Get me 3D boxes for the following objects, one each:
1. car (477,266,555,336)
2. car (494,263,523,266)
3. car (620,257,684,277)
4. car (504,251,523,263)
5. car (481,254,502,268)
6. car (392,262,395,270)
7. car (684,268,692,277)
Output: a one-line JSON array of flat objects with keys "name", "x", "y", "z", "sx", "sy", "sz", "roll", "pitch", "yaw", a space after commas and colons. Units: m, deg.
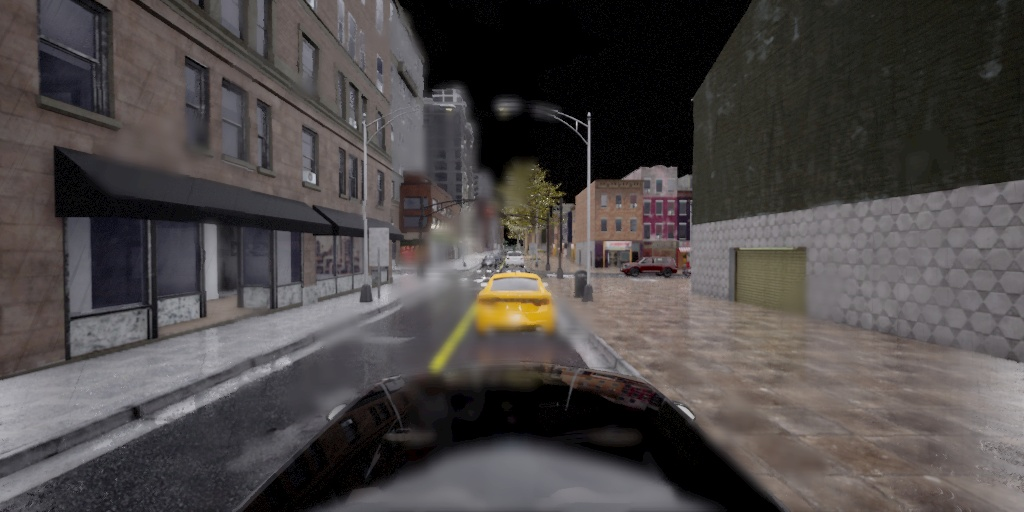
[{"name": "car", "x": 0.100, "y": 1.216, "z": 10.417, "sx": 1.882, "sy": 1.535, "sz": 5.008, "roll": 0, "pitch": 0, "yaw": 0}, {"name": "car", "x": 0.077, "y": 1.272, "z": 19.858, "sx": 1.895, "sy": 1.301, "sz": 4.718, "roll": 0, "pitch": 1, "yaw": 0}, {"name": "car", "x": 12.718, "y": 0.990, "z": 33.385, "sx": 5.009, "sy": 1.841, "sz": 2.192, "roll": 0, "pitch": 0, "yaw": 0}, {"name": "car", "x": 0.264, "y": 0.407, "z": 45.576, "sx": 2.150, "sy": 2.045, "sz": 5.566, "roll": 0, "pitch": 2, "yaw": -2}, {"name": "car", "x": -2.819, "y": 0.667, "z": 45.975, "sx": 2.128, "sy": 1.511, "sz": 4.902, "roll": 0, "pitch": 2, "yaw": 1}, {"name": "car", "x": -13.005, "y": 0.554, "z": 30.717, "sx": 5.566, "sy": 2.045, "sz": 2.150, "roll": 1, "pitch": 1, "yaw": -1}, {"name": "car", "x": 18.120, "y": 1.334, "z": 33.391, "sx": 4.207, "sy": 1.307, "sz": 1.802, "roll": 0, "pitch": 0, "yaw": 0}]
